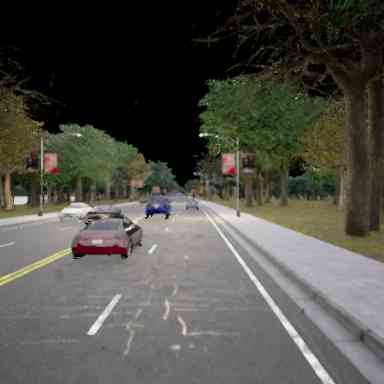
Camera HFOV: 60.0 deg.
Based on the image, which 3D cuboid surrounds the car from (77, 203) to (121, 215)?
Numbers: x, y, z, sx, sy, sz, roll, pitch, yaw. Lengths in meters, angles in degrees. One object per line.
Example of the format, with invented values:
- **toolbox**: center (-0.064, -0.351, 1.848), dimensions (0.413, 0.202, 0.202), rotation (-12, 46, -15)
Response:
- **car**: center (-6.568, 1.681, 25.048), dimensions (2.033, 1.411, 5.357), rotation (0, 0, 0)

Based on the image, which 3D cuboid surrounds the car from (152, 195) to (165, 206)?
- **car**: center (-6.655, 1.698, 66.535), dimensions (2.150, 2.045, 5.566), rotation (0, -1, 0)

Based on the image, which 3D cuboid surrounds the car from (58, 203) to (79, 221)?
- **car**: center (-9.817, 1.676, 28.603), dimensions (1.812, 1.442, 4.674), rotation (0, 0, 0)

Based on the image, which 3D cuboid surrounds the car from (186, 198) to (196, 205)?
- **car**: center (-0.209, 2.116, 72.835), dimensions (1.994, 1.385, 4.181), rotation (0, -1, -1)

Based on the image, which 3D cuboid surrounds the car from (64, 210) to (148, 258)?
- **car**: center (-3.126, 1.627, 13.001), dimensions (1.994, 1.385, 4.181), rotation (0, 0, 0)

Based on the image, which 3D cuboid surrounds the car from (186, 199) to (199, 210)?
- **car**: center (0.060, 1.897, 50.169), dimensions (2.033, 1.411, 5.357), rotation (0, 0, 0)

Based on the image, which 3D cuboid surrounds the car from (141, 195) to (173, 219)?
- **car**: center (-3.125, 1.413, 31.872), dimensions (2.150, 2.045, 5.566), rotation (0, 0, 0)

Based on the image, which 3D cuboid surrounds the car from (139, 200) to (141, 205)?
- **car**: center (-9.932, 2.013, 69.830), dimensions (2.033, 1.411, 5.357), rotation (0, -1, 0)
